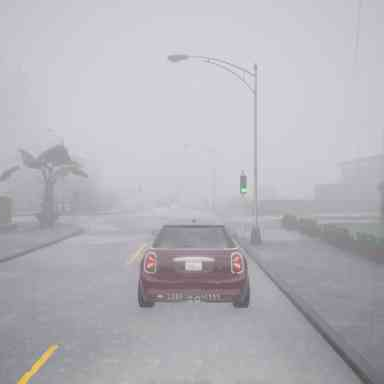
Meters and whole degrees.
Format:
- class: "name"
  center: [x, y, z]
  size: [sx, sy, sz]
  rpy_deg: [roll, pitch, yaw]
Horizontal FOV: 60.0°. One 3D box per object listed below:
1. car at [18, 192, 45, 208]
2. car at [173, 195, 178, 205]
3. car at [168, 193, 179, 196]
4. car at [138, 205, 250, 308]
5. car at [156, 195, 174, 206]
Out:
- class: "car"
  center: [-19.721, 0.985, 41.964]
  size: [1.905, 1.878, 3.866]
  rpy_deg: [0, 0, 35]
- class: "car"
  center: [-4.022, 1.601, 57.801]
  size: [1.895, 1.301, 4.718]
  rpy_deg: [0, 0, 0]
- class: "car"
  center: [-3.943, 1.221, 68.195]
  size: [2.150, 2.045, 5.566]
  rpy_deg: [0, 0, 1]
- class: "car"
  center: [0.052, 1.352, 8.089]
  size: [2.097, 1.767, 4.553]
  rpy_deg: [0, 0, 1]
- class: "car"
  center: [-4.052, 1.564, 47.899]
  size: [1.994, 1.385, 4.181]
  rpy_deg: [0, 0, 0]
